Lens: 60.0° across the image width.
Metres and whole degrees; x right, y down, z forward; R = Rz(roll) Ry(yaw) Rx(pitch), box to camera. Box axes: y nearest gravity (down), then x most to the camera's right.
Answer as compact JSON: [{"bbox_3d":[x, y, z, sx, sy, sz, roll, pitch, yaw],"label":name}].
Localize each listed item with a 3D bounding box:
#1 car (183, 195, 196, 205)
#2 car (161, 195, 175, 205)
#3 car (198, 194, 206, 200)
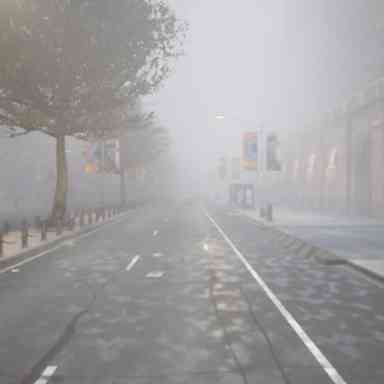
[{"bbox_3d":[-0.436,1.188,52.994,1.882,1.535,5.008,0,0,-1],"label":"car"},{"bbox_3d":[-3.946,1.232,53.943,1.837,1.490,4.892,0,0,-1],"label":"car"},{"bbox_3d":[2.435,1.136,80.181,1.895,1.301,4.718,0,0,-1],"label":"car"}]
